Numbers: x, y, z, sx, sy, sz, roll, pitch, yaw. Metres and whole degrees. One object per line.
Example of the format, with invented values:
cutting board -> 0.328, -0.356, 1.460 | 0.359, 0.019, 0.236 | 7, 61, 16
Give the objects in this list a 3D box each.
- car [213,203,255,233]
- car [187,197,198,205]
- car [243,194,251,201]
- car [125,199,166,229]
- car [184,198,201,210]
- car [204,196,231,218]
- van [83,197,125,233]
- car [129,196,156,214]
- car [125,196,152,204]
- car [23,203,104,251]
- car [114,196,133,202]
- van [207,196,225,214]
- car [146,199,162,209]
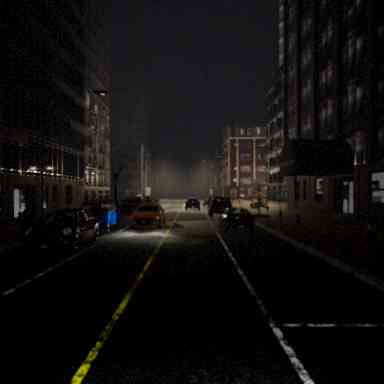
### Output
car -> 2.564, 1.566, 19.510 | 2.008, 1.369, 4.403 | 0, 0, 0
car -> 0.101, 1.651, 59.311 | 1.895, 1.301, 4.718 | 0, 0, 0
car -> 15.315, 1.168, 83.223 | 5.009, 1.841, 2.192 | -1, 1, -1
car -> -2.830, 1.494, 22.036 | 1.882, 1.535, 5.008 | 0, 0, 0
car -> 0.100, 1.541, 42.815 | 1.837, 1.490, 4.892 | 0, 0, 0
car -> 2.564, 1.339, 30.628 | 2.192, 1.841, 5.009 | 0, 0, 0
van -> -5.316, 1.356, 19.510 | 1.690, 1.788, 3.998 | 0, 0, 0
car -> -5.316, 1.344, 36.186 | 2.192, 1.841, 5.009 | 0, 0, 0
car -> -5.316, 1.339, 30.627 | 2.192, 1.841, 5.009 | 0, 0, 0
car -> -5.316, 1.450, 13.951 | 1.967, 1.590, 4.097 | 0, 0, 0
car -> -17.113, 1.837, 82.821 | 4.313, 1.339, 1.947 | -1, 1, -1
van -> 2.564, 1.370, 36.186 | 1.690, 1.788, 3.998 | 0, 0, 0
car -> -5.316, 1.621, 47.303 | 1.802, 1.307, 4.206 | 0, 0, 0
